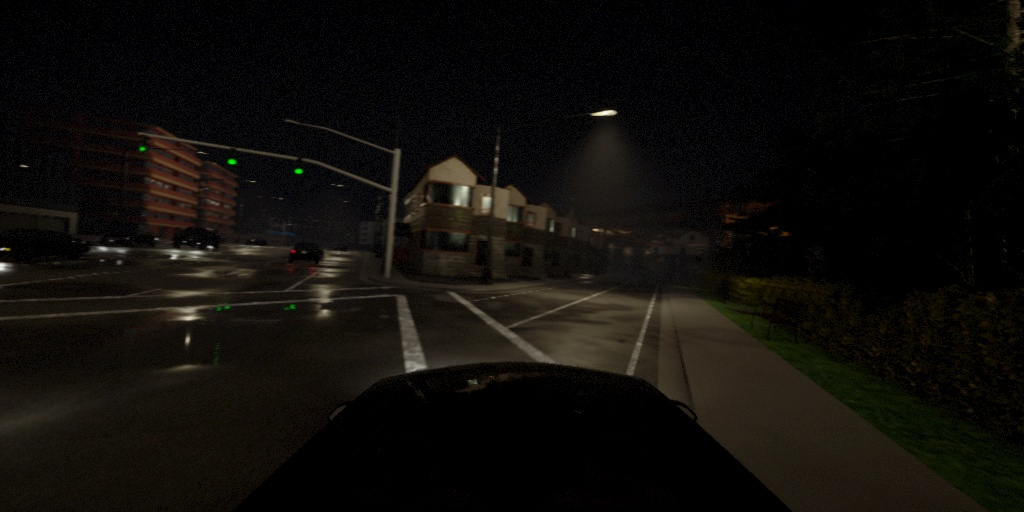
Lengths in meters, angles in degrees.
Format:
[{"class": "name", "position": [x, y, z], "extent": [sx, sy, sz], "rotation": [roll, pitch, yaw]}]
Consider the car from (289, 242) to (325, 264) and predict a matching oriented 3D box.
[{"class": "car", "position": [-17.107, -0.358, 30.140], "extent": [2.097, 1.767, 4.553], "rotation": [5, 1, -22]}]

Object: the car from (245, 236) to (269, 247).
[{"class": "car", "position": [-37.603, -2.162, 53.039], "extent": [2.033, 1.411, 5.357], "rotation": [5, 0, -22]}]

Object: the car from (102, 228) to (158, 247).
[{"class": "car", "position": [-32.419, -1.591, 30.541], "extent": [2.128, 1.511, 4.902], "rotation": [5, 1, -22]}]

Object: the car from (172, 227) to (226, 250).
[{"class": "car", "position": [-30.283, -1.754, 34.651], "extent": [2.150, 2.045, 5.566], "rotation": [5, 1, -22]}]

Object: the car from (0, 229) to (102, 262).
[{"class": "car", "position": [-23.434, -0.563, 17.503], "extent": [2.033, 1.411, 5.357], "rotation": [5, 1, -22]}]
